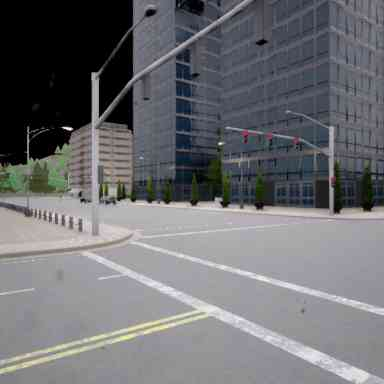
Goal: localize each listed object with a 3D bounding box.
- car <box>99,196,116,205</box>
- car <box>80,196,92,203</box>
[{"bbox_3d":[-14.656,1.449,57.203,1.837,1.490,4.892,0,0,-35],"label":"car"},{"bbox_3d":[-20.624,1.492,65.715,2.033,1.411,5.357,0,0,-33],"label":"car"}]
